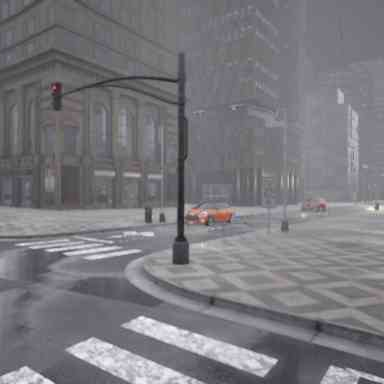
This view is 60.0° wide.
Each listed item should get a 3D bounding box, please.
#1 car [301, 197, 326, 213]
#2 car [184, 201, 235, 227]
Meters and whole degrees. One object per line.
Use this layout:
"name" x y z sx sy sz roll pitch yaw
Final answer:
"car" 16.767 1.748 45.658 2.150 2.045 5.566 0 0 36
"car" 1.244 1.488 23.962 2.097 1.767 4.553 0 -1 36
